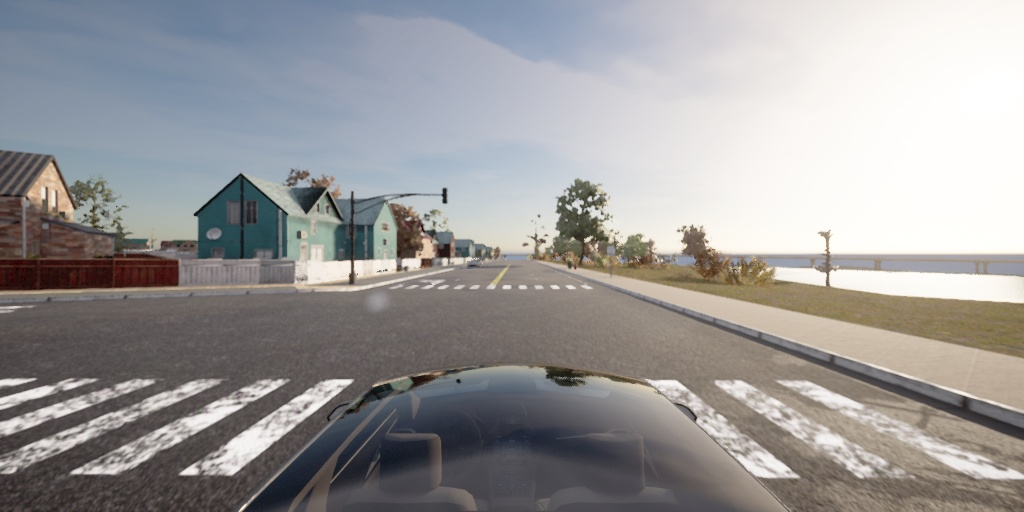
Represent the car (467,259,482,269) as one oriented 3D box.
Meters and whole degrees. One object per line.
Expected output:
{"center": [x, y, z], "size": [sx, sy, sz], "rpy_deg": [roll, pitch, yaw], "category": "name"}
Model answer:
{"center": [-5.755, 1.229, 55.249], "size": [2.033, 1.411, 5.357], "rpy_deg": [0, 0, 1], "category": "car"}
